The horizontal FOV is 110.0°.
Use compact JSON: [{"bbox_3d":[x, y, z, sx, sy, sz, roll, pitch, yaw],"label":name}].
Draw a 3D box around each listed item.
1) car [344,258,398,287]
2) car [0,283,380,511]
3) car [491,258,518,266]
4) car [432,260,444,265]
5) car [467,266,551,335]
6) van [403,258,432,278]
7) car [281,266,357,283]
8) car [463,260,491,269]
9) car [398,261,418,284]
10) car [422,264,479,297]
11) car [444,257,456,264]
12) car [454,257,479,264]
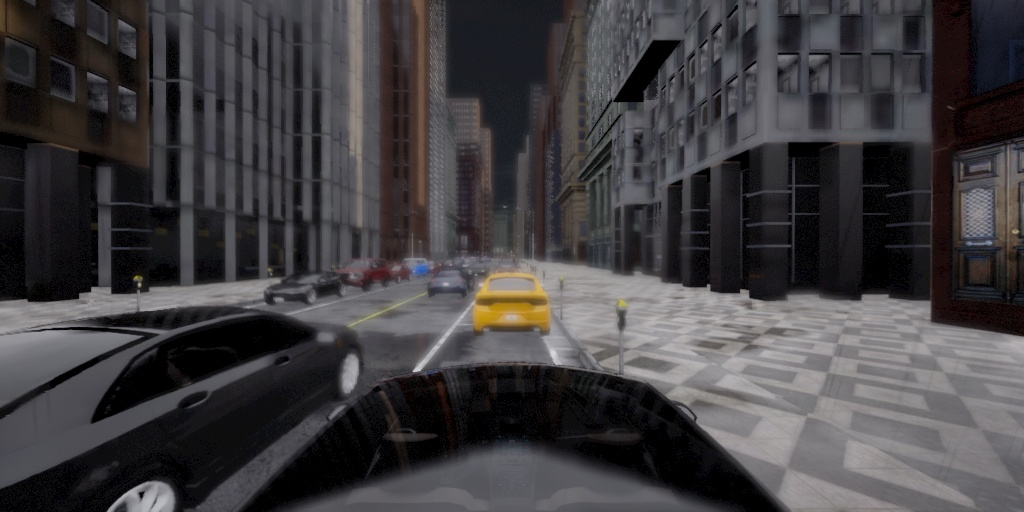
[{"bbox_3d":[-8.908,1.064,21.556,2.192,1.841,5.009,0,0,0],"label":"car"},{"bbox_3d":[-3.146,1.257,3.507,1.837,1.490,4.892,0,1,0],"label":"car"},{"bbox_3d":[-0.383,1.189,27.203,1.967,1.591,4.097,0,0,0],"label":"car"},{"bbox_3d":[-8.908,1.189,38.467,1.967,1.591,4.097,0,0,0],"label":"car"},{"bbox_3d":[-0.006,1.227,10.501,1.882,1.535,5.008,0,0,0],"label":"car"},{"bbox_3d":[-8.908,1.090,32.830,1.690,1.789,3.998,0,0,0],"label":"van"},{"bbox_3d":[-8.908,1.315,15.920,1.948,1.339,4.313,0,0,0],"label":"car"},{"bbox_3d":[-3.131,1.350,33.721,1.895,1.301,4.718,0,0,0],"label":"car"},{"bbox_3d":[-8.908,1.294,27.194,1.888,1.381,4.507,0,0,0],"label":"car"},{"bbox_3d":[-3.127,1.314,19.094,1.994,1.385,4.181,0,0,1],"label":"car"},{"bbox_3d":[-8.908,1.189,49.741,1.967,1.591,4.097,0,0,0],"label":"car"},{"bbox_3d":[-6.162,1.242,49.018,2.128,1.511,4.902,0,0,0],"label":"car"}]
